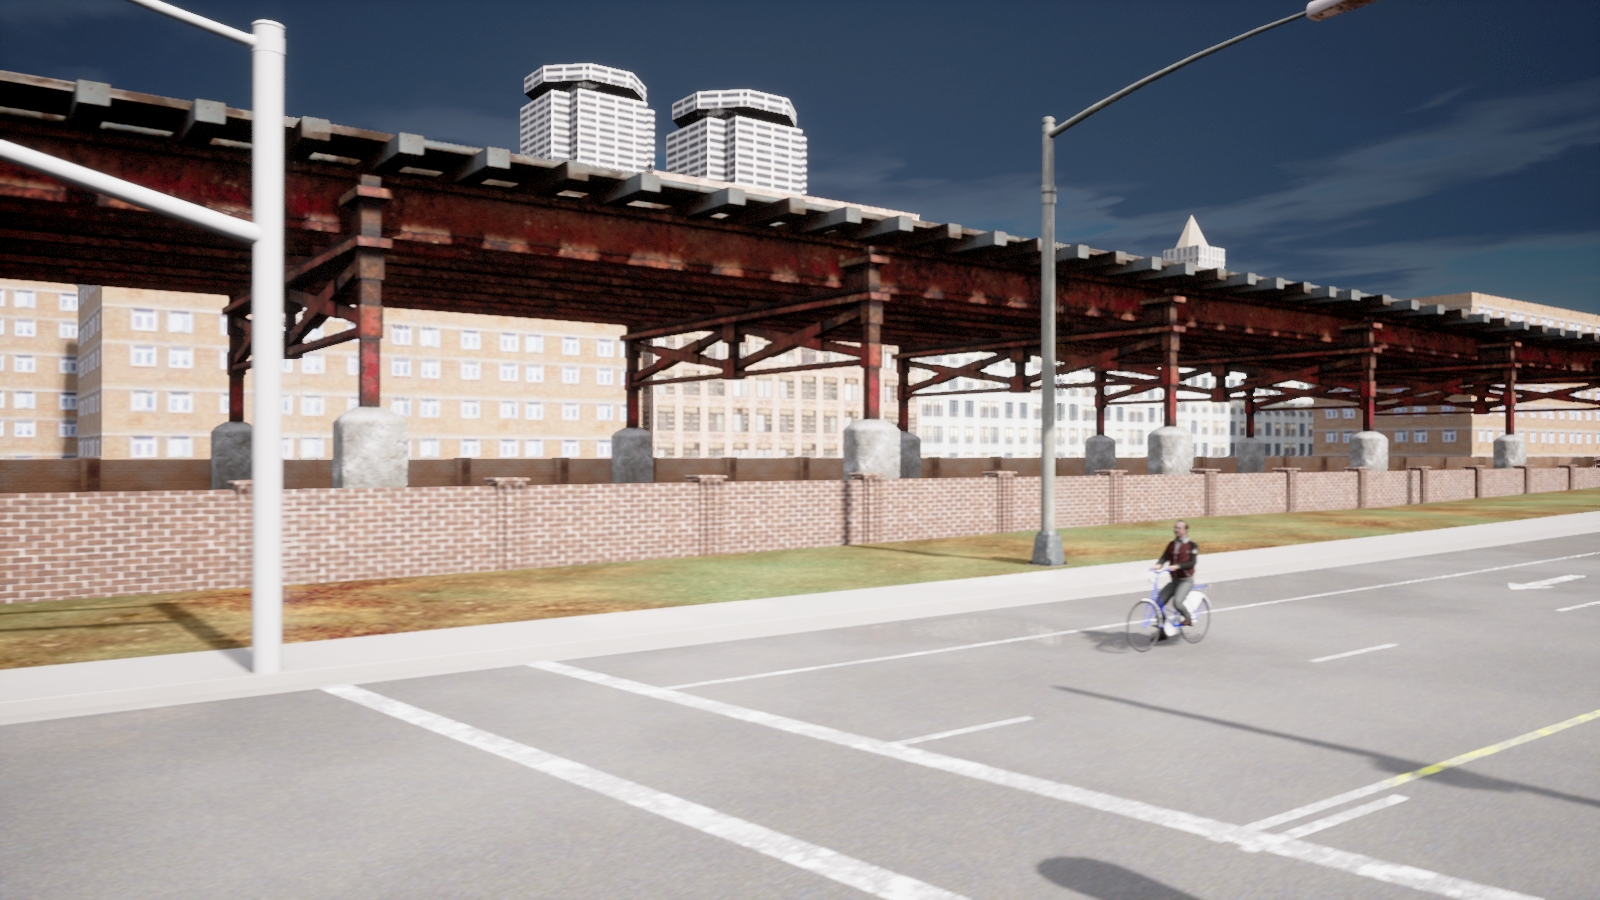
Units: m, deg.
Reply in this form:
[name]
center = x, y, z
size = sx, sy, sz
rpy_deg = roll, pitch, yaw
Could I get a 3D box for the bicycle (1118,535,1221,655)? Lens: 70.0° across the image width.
[bicycle]
center = 5.168, 1.986, 15.938
size = 1.835, 1.496, 0.329
rpy_deg = 0, 0, -35
